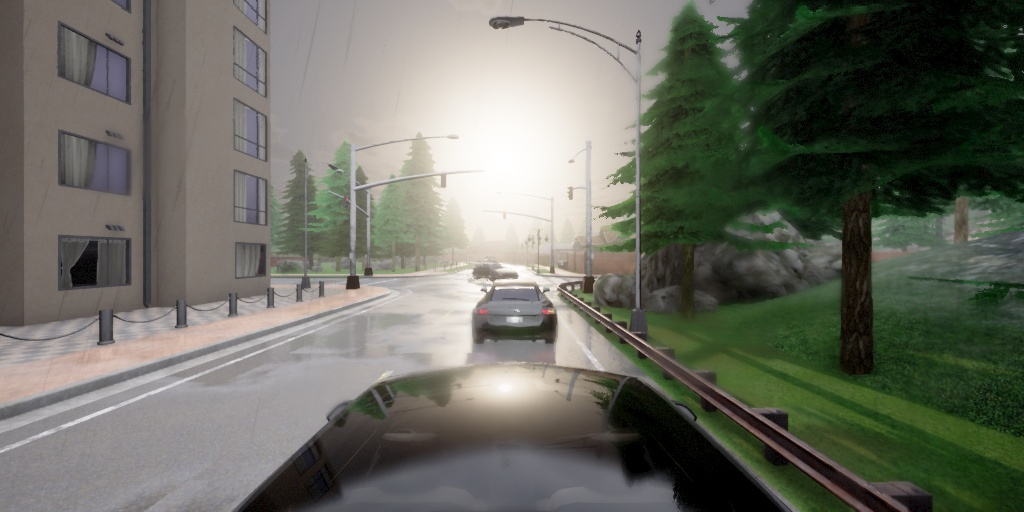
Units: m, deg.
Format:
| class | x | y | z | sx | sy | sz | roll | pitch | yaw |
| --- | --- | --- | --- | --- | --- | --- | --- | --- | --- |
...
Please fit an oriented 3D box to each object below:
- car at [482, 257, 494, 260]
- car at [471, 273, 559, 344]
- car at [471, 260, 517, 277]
| class | x | y | z | sx | sy | sz | roll | pitch | yaw |
| --- | --- | --- | --- | --- | --- | --- | --- | --- | --- |
| car | -3.951 | 1.213 | 47.442 | 2.128 | 1.511 | 4.902 | 0 | 0 | 0 |
| car | 0.081 | 1.314 | 9.577 | 1.994 | 1.385 | 4.181 | 0 | 0 | 1 |
| car | -1.475 | 1.275 | 28.330 | 2.033 | 1.411 | 5.357 | 0 | 0 | -29 |
